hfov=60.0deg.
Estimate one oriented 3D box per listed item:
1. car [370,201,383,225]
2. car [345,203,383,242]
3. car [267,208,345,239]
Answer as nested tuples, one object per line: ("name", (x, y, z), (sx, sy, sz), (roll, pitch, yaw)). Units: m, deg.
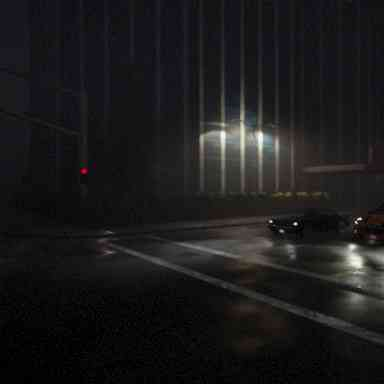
("car", (14.363, 1.340, 22.838), (4.892, 1.490, 1.837), (0, 0, -35))
("car", (9.195, 1.246, 14.854), (4.553, 1.767, 2.097), (0, 0, -35))
("car", (6.008, 1.504, 16.880), (4.718, 1.301, 1.895), (0, 0, -35))
